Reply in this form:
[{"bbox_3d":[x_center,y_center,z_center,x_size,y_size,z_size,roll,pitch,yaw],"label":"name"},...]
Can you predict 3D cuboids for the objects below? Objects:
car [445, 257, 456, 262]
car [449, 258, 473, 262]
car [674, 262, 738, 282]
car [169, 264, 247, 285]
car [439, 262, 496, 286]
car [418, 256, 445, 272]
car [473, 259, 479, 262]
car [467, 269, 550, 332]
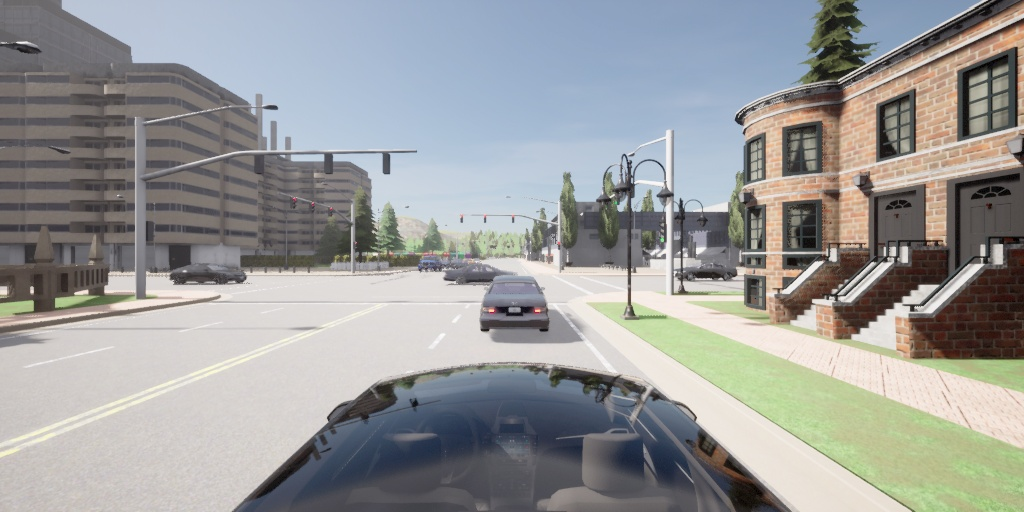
[{"bbox_3d":[-10.651,1.297,57.447,2.033,1.411,5.357,0,0,0],"label":"car"},{"bbox_3d":[-7.135,1.314,50.272,1.994,1.385,4.181,0,0,0],"label":"car"},{"bbox_3d":[15.424,1.241,28.809,4.902,1.511,2.128,0,0,-1],"label":"car"},{"bbox_3d":[-21.473,1.276,25.407,4.674,1.442,1.812,0,0,0],"label":"car"},{"bbox_3d":[-2.062,1.297,25.042,5.357,1.411,2.033,0,0,1],"label":"car"},{"bbox_3d":[-10.640,0.971,46.874,2.150,2.045,5.566,0,0,0],"label":"car"},{"bbox_3d":[-7.139,1.227,59.361,1.882,1.535,5.008,0,0,0],"label":"car"},{"bbox_3d":[0.072,1.297,10.846,2.033,1.411,5.357,0,0,0],"label":"car"}]
